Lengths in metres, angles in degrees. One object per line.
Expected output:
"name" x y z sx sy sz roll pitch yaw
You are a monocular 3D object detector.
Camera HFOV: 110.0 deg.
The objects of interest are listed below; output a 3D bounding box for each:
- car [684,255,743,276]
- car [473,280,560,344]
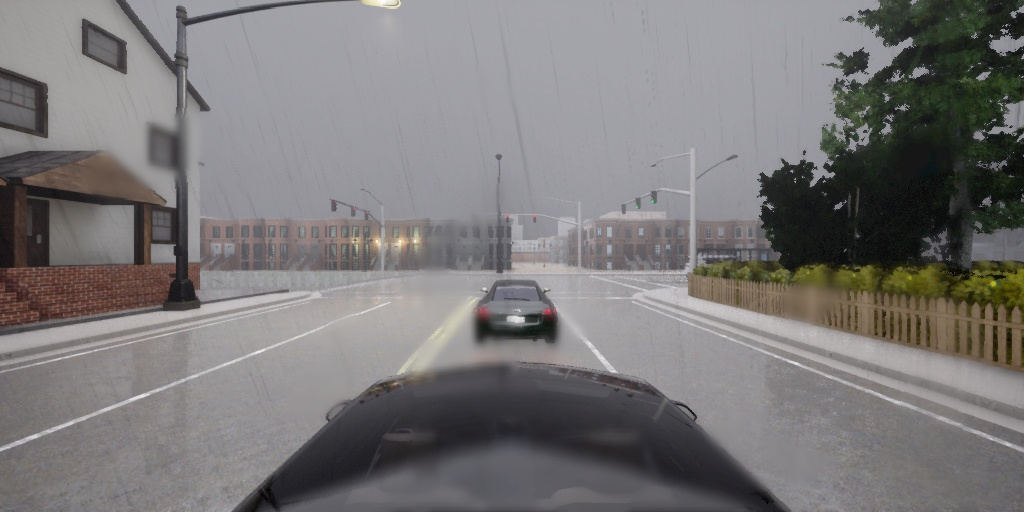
"car" 15.951 0.971 27.002 5.566 2.045 2.150 0 0 0
"car" 0.101 1.314 9.569 1.994 1.385 4.181 0 0 0
